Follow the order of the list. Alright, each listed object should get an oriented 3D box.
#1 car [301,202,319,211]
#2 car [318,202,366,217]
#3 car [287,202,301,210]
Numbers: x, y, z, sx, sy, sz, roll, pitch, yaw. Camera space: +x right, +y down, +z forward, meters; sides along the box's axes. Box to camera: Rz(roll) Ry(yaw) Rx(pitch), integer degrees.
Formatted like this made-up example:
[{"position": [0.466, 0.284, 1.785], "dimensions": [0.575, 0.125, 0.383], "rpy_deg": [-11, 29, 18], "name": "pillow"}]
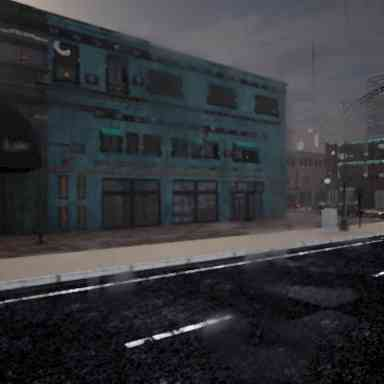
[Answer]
[{"position": [18.423, 2.059, 47.483], "dimensions": [2.008, 1.369, 4.403], "rpy_deg": [-1, 0, -35], "name": "car"}, {"position": [16.339, 2.013, 35.755], "dimensions": [1.947, 1.339, 4.313], "rpy_deg": [-1, 0, -35], "name": "car"}, {"position": [15.213, 2.153, 51.991], "dimensions": [1.802, 1.307, 4.206], "rpy_deg": [-1, 0, -35], "name": "car"}]
